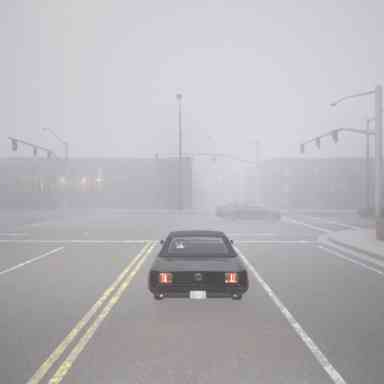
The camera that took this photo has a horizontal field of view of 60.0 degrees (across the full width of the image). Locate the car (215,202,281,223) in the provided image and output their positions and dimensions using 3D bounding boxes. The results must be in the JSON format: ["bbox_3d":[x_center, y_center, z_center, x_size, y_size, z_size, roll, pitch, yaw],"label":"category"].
[{"bbox_3d":[4.207,1.491,25.024,4.902,1.511,2.128,0,0,0],"label":"car"}]

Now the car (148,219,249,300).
[{"bbox_3d":[0.121,1.601,8.334,1.895,1.301,4.718,0,0,0],"label":"car"}]

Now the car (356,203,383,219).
[{"bbox_3d":[16.893,1.601,28.749,4.718,1.301,1.895,0,0,0],"label":"car"}]
